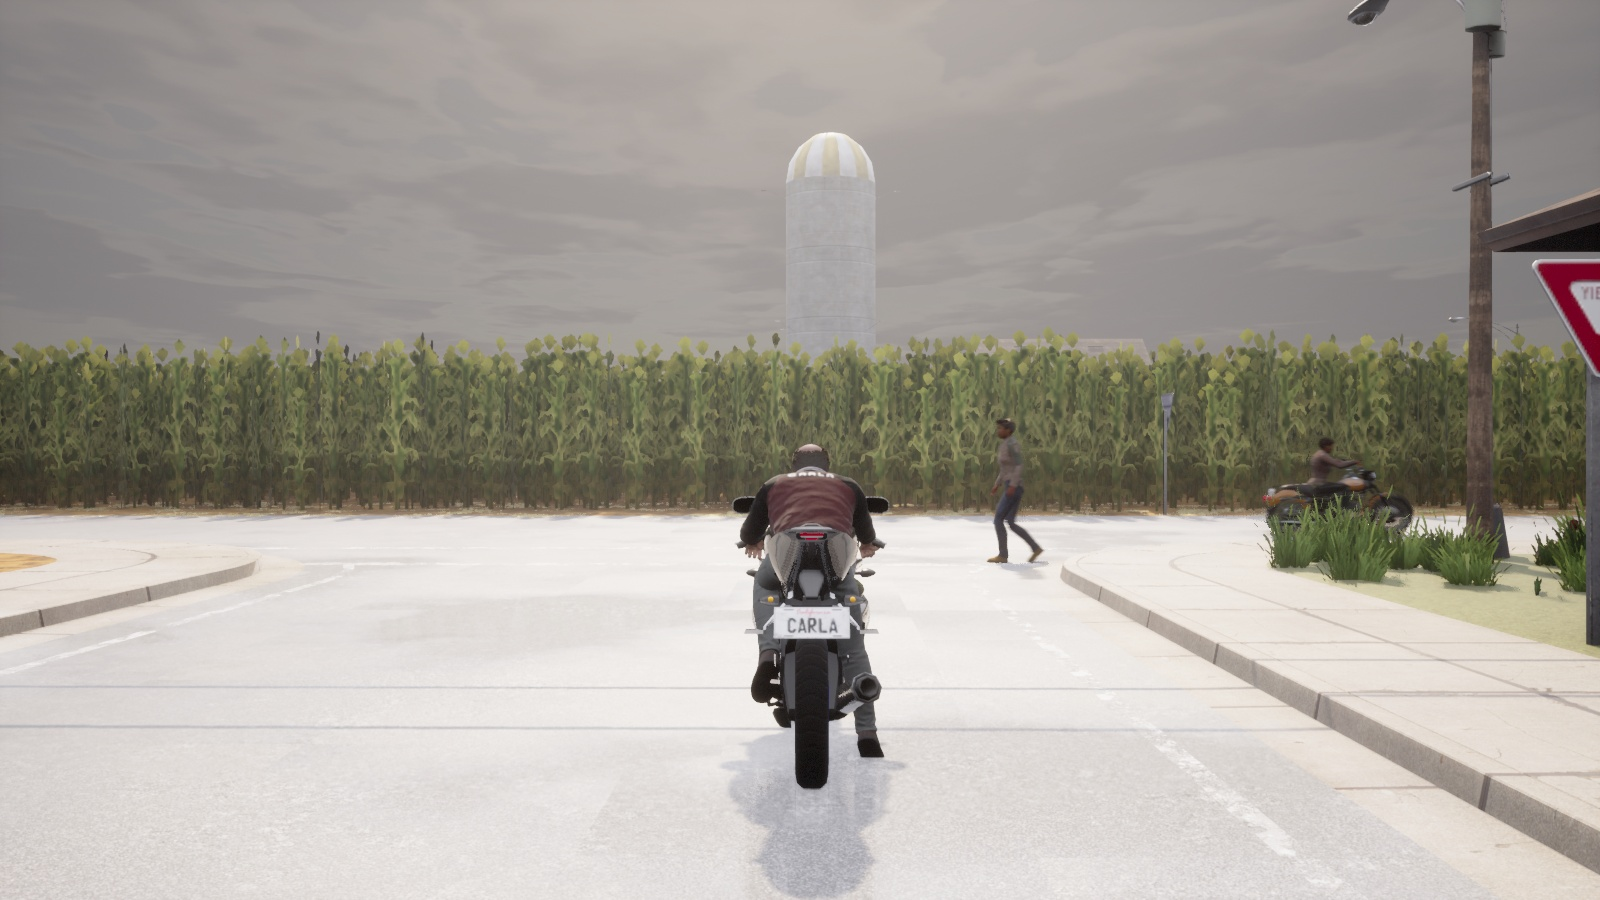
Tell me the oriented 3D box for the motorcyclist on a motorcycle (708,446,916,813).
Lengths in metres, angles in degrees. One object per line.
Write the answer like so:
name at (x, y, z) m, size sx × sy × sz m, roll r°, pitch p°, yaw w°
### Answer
motorcyclist on a motorcycle at (0.055, 0.746, 6.339) m, size 0.866 × 1.530 × 2.191 m, roll 0°, pitch 0°, yaw 0°

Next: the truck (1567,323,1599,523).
truck at (19.517, -0.508, 23.524) m, size 8.468 × 3.827 × 2.891 m, roll 0°, pitch 0°, yaw 1°

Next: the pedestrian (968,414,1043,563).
pedestrian at (2.522, 0.463, 15.430) m, size 0.869 × 1.805 × 0.328 m, roll 0°, pitch 0°, yaw 2°

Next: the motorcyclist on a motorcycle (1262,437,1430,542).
motorcyclist on a motorcycle at (8.781, 0.616, 20.259) m, size 2.350 × 1.649 × 0.766 m, roll 0°, pitch 0°, yaw 1°
